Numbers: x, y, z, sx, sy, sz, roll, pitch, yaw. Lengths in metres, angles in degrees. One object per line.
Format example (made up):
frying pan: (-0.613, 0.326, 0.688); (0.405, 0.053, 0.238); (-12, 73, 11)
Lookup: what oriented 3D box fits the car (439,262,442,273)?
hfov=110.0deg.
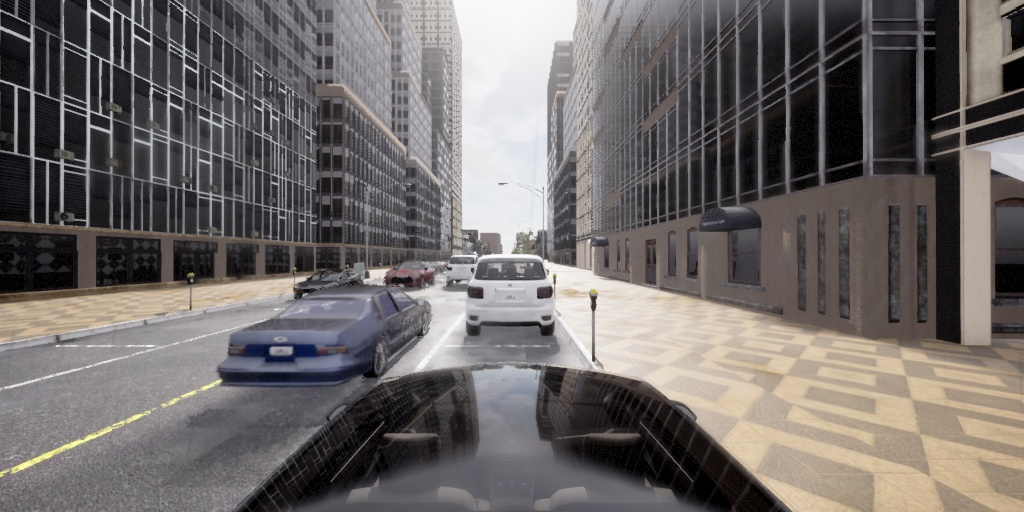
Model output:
car: (-8.836, 1.286, 40.419); (2.007, 1.370, 4.403); (0, 0, 0)

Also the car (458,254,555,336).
car: (-0.039, 0.977, 10.529); (2.150, 2.045, 5.566); (0, 0, 0)

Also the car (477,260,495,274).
car: (-3.058, 1.260, 42.614); (1.812, 1.442, 4.674); (0, 0, 0)

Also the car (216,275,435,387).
car: (-3.046, 1.297, 7.240); (2.033, 1.411, 5.357); (0, 0, 0)

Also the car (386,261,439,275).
car: (-6.246, 1.098, 22.473); (2.097, 1.767, 4.553); (0, 0, 0)

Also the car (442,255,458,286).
car: (-3.143, 0.967, 25.052); (2.150, 2.045, 5.566); (0, 0, 0)

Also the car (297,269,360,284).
car: (-8.836, 1.313, 17.650); (1.948, 1.339, 4.313); (0, 0, 0)
